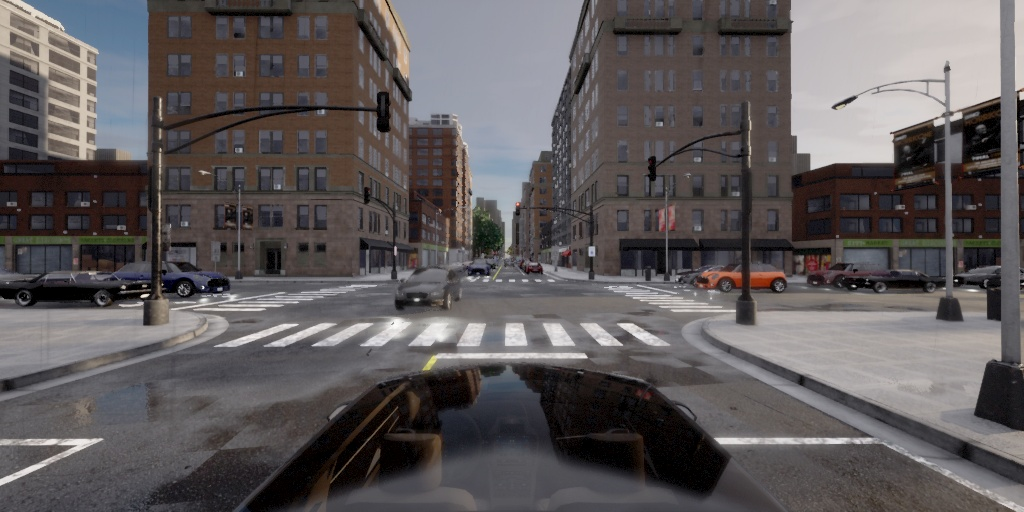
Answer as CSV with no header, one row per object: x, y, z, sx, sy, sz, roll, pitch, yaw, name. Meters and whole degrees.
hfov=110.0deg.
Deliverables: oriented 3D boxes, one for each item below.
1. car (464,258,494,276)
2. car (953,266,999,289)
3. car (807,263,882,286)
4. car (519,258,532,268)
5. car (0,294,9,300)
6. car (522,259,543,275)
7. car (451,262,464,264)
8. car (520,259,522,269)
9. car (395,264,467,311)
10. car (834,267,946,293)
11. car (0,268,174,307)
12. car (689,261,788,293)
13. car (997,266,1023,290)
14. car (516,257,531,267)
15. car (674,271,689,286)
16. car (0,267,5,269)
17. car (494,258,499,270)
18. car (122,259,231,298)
-3.292,1.128,36.627,2.097,1.767,4.553,0,0,-1,car
32.755,1.446,24.500,4.892,1.490,1.837,0,0,0,car
22.871,1.249,24.424,4.553,1.767,2.097,0,0,-1,car
2.303,1.325,51.048,1.751,1.417,4.829,0,0,-1,car
-5.855,1.190,1.406,1.967,1.591,4.097,0,0,0,car
2.438,1.324,39.865,1.888,1.381,4.507,0,0,-1,car
-6.088,1.329,39.766,2.007,1.370,4.403,0,0,-1,car
2.372,1.354,45.372,1.948,1.339,4.313,0,0,-1,car
-3.127,1.205,14.199,1.837,1.490,4.892,0,0,0,car
22.365,1.469,21.170,4.718,1.301,1.895,0,0,-1,car
-16.674,1.246,14.131,4.718,1.301,1.895,0,0,0,car
13.379,1.181,21.095,4.553,1.767,2.097,0,0,-1,car
32.304,1.477,21.247,4.181,1.385,1.994,0,0,-1,car
2.239,1.128,56.385,2.192,1.841,5.009,0,0,-1,car
13.677,1.347,24.363,4.902,1.511,2.128,0,0,0,car
-25.930,1.182,17.308,5.357,1.411,2.033,0,0,-1,car
-3.493,1.159,53.826,2.097,1.767,4.553,0,0,-1,car
-16.456,1.024,17.416,4.553,1.767,2.097,0,0,-1,car
